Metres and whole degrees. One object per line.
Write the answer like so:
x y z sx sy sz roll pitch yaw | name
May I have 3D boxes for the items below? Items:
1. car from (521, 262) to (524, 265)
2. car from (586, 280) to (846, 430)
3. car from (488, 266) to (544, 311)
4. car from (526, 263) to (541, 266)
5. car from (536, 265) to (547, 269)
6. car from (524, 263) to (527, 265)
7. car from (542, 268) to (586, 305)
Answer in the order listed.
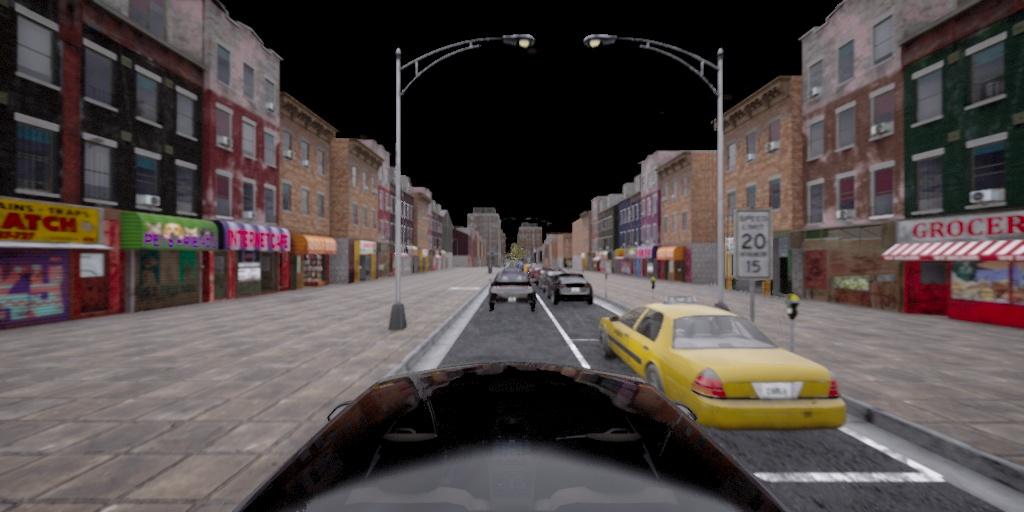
2.766 1.825 53.108 1.882 1.535 5.008 0 -1 0 | car
2.637 1.314 5.862 1.751 1.417 4.829 0 0 0 | car
0.020 1.375 15.316 2.128 1.511 4.902 0 0 0 | car
2.646 1.634 33.817 1.888 1.381 4.507 0 0 0 | car
2.643 1.509 22.568 2.007 1.370 4.403 0 0 0 | car
2.648 1.599 39.442 1.967 1.591 4.097 0 0 0 | car
2.641 1.464 16.943 1.948 1.339 4.313 0 0 0 | car
